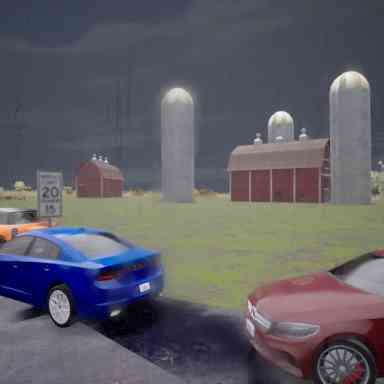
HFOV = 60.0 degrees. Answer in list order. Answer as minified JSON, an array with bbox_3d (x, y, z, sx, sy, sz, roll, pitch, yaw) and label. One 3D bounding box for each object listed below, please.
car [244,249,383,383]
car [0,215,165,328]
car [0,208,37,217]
[{"bbox_3d":[3.080,1.557,4.635,4.674,1.442,1.812,1,0,-7],"label":"car"},{"bbox_3d":[-2.892,1.480,7.054,5.008,1.535,1.882,0,0,33],"label":"car"},{"bbox_3d":[-6.986,1.364,12.241,4.553,1.767,2.097,0,0,30],"label":"car"}]
